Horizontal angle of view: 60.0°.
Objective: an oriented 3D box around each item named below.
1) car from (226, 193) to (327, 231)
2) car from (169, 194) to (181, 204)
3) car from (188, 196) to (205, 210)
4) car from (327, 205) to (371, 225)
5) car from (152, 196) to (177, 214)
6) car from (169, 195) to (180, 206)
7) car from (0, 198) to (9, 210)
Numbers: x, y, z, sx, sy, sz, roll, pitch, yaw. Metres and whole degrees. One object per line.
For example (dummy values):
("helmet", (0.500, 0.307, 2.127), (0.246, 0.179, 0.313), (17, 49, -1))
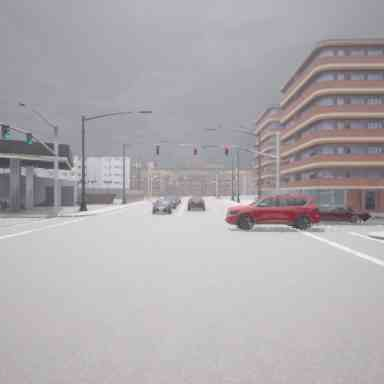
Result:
("car", (4.878, 1.222, 20.258), (5.566, 2.045, 2.150), (0, 0, 1))
("car", (-3.208, 1.352, 65.098), (2.097, 1.767, 4.553), (0, 0, 0))
("car", (0.551, 1.352, 42.905), (2.097, 1.767, 4.553), (0, 0, 0))
("car", (9.904, 1.601, 23.707), (4.718, 1.301, 1.895), (0, 0, 1))
("car", (-3.076, 1.491, 35.209), (2.128, 1.511, 4.902), (0, 0, 0))
("car", (-3.133, 1.352, 44.927), (2.097, 1.767, 4.553), (0, 0, 0))
("car", (-23.943, 1.456, 39.401), (3.806, 1.475, 1.970), (0, 0, 1))
